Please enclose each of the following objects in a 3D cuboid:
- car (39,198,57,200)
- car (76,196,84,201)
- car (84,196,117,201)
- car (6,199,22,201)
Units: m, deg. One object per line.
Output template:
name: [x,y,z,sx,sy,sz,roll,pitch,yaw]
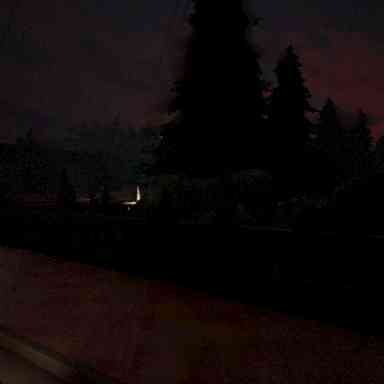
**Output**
car: [-20.454,1.526,46.320,1.812,1.442,4.674,0,0,36]
car: [-18.400,1.466,55.189,1.812,1.442,4.674,0,1,36]
car: [-14.557,1.391,54.546,2.128,1.511,4.902,0,2,36]
car: [-25.029,1.601,45.955,1.895,1.301,4.718,0,0,36]
